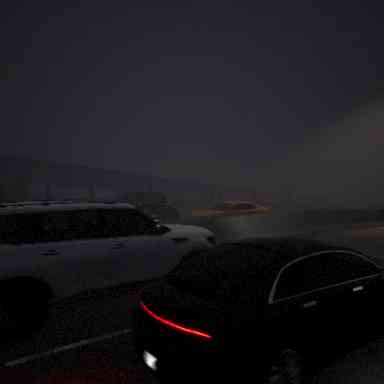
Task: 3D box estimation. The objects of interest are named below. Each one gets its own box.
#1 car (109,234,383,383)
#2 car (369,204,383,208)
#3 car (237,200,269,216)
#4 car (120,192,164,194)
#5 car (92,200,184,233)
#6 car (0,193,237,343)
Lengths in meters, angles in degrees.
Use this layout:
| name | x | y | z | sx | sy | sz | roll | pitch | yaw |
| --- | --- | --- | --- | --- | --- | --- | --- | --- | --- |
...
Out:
| name | x | y | z | sx | sy | sz | roll | pitch | yaw |
| --- | --- | --- | --- | --- | --- | --- | --- | --- | --- |
| car | 1.529 | 1.421 | 4.837 | 4.892 | 1.490 | 1.837 | -2 | 1 | -35 |
| car | 24.418 | 2.610 | 42.910 | 5.566 | 2.045 | 2.150 | 5 | -3 | -36 |
| car | 2.137 | 1.247 | 18.411 | 5.008 | 1.535 | 1.882 | -1 | 0 | -35 |
| car | -4.169 | 1.019 | 22.512 | 5.566 | 2.045 | 2.150 | -1 | 1 | -35 |
| car | -3.013 | 1.321 | 19.038 | 4.892 | 1.490 | 1.837 | -1 | 1 | -35 |
| car | -1.958 | 1.176 | 6.649 | 5.566 | 2.045 | 2.150 | -2 | 1 | -35 |
